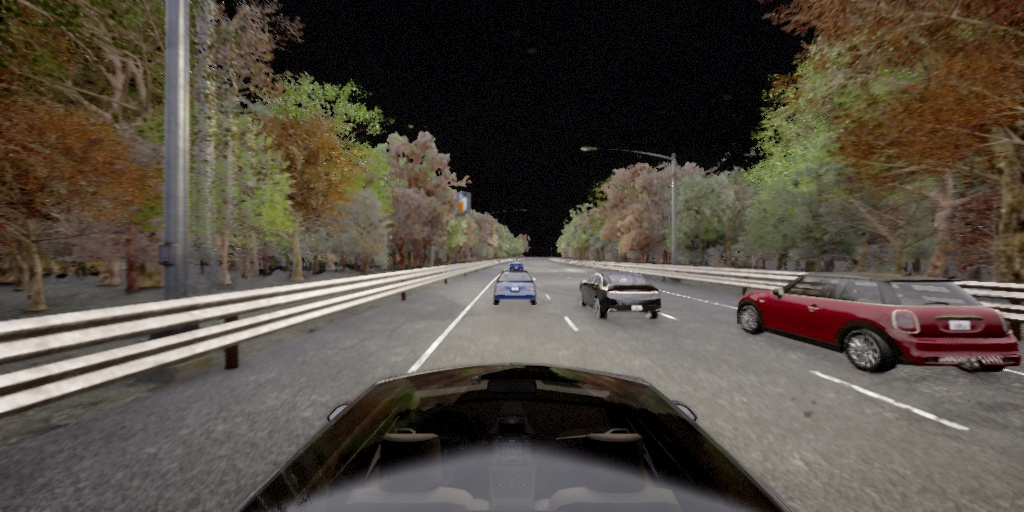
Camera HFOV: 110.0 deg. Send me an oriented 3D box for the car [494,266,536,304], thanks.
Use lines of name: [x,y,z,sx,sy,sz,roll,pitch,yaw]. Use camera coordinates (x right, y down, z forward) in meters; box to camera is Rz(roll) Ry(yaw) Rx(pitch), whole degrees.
car: [0.136,1.348,16.651,2.033,1.411,5.357,0,0,0]

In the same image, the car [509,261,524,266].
car: [0.657,1.395,51.135,1.882,1.535,5.008,0,0,1]

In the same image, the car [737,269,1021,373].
car: [7.110,1.129,7.811,2.097,1.767,4.553,0,0,0]

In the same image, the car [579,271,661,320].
car: [3.624,1.283,12.779,2.128,1.511,4.902,0,0,0]
